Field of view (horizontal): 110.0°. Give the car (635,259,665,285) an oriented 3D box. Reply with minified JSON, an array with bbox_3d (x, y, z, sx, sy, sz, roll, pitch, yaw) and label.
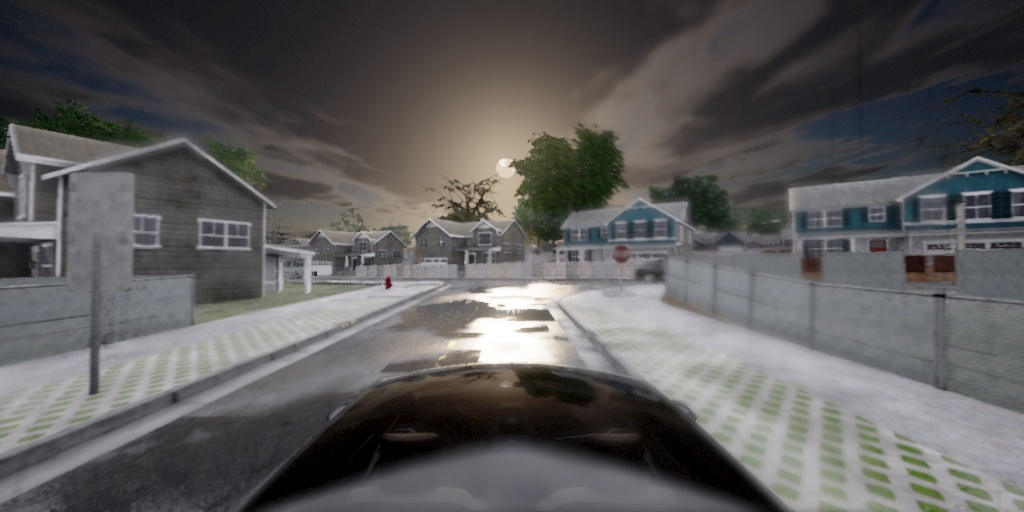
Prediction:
[{"bbox_3d":[9.460,0.910,20.079,4.892,1.490,1.837,-2,-2,35],"label":"car"}]

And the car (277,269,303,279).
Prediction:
[{"bbox_3d":[-27.072,2.243,43.144,4.181,1.385,1.994,-1,-2,30],"label":"car"}]
